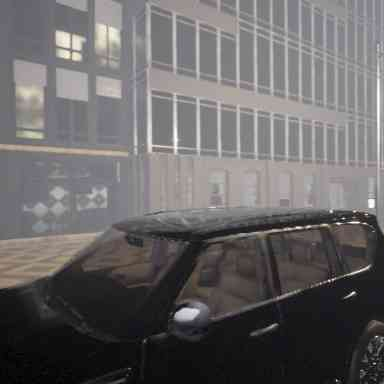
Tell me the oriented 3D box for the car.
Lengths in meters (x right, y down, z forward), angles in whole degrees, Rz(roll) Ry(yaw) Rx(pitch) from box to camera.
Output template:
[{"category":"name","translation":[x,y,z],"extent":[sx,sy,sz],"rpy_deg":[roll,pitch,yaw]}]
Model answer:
[{"category":"car","translation":[0.028,1.221,3.367],"extent":[5.566,2.045,2.150],"rpy_deg":[0,0,-35]}]
